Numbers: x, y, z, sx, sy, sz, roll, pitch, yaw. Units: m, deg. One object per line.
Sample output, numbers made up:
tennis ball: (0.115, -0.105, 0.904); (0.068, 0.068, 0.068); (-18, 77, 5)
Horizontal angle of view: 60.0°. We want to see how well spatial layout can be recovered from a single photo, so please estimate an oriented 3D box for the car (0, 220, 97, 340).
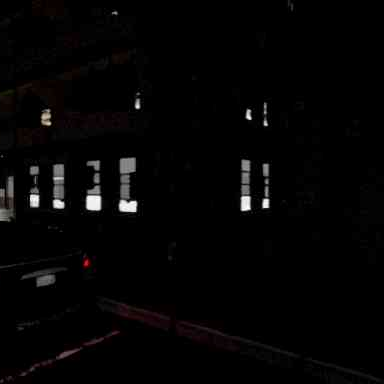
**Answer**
car: (-3.890, 1.320, 6.170); (4.553, 1.767, 2.097); (0, 0, 36)
